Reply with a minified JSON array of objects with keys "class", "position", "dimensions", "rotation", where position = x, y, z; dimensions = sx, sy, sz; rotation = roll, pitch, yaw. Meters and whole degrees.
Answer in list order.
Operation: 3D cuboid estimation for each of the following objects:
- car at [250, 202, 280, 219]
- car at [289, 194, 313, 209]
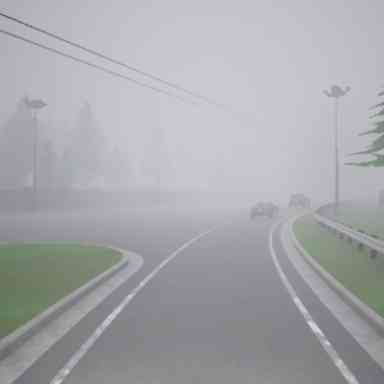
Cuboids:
[{"class":"car","position":[6.582,1.557,29.756],"dimensions":[2.033,1.411,5.357],"rotation":[0,0,23]},{"class":"car","position":[15.349,1.253,47.426],"dimensions":[2.150,2.045,5.566],"rotation":[0,0,29]}]
